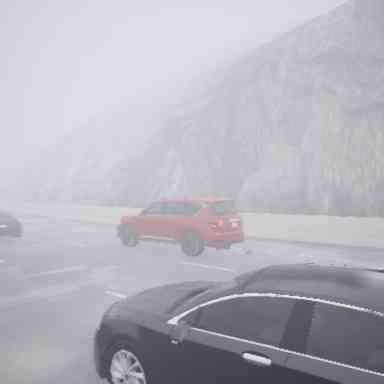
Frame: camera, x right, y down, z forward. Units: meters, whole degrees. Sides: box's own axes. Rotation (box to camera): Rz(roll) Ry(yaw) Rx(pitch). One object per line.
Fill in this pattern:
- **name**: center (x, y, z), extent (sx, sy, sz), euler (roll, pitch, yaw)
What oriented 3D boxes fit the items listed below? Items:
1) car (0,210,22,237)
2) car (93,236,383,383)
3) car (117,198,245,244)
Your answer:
- **car**: center (-10.531, 1.624, 17.241), extent (4.181, 1.385, 1.994), euler (0, 0, 41)
- **car**: center (1.056, 1.509, 3.276), extent (4.892, 1.490, 1.837), euler (0, 0, 36)
- **car**: center (-0.588, 1.249, 13.285), extent (5.566, 2.045, 2.150), euler (0, 0, 39)
